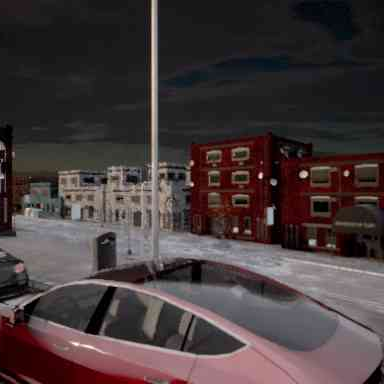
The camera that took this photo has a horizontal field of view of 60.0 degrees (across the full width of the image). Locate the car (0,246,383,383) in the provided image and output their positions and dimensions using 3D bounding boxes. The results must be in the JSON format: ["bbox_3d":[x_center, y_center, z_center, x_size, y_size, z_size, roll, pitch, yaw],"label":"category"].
[{"bbox_3d":[-0.610,1.507,3.683,4.792,1.488,2.163,0,0,35],"label":"car"}]
